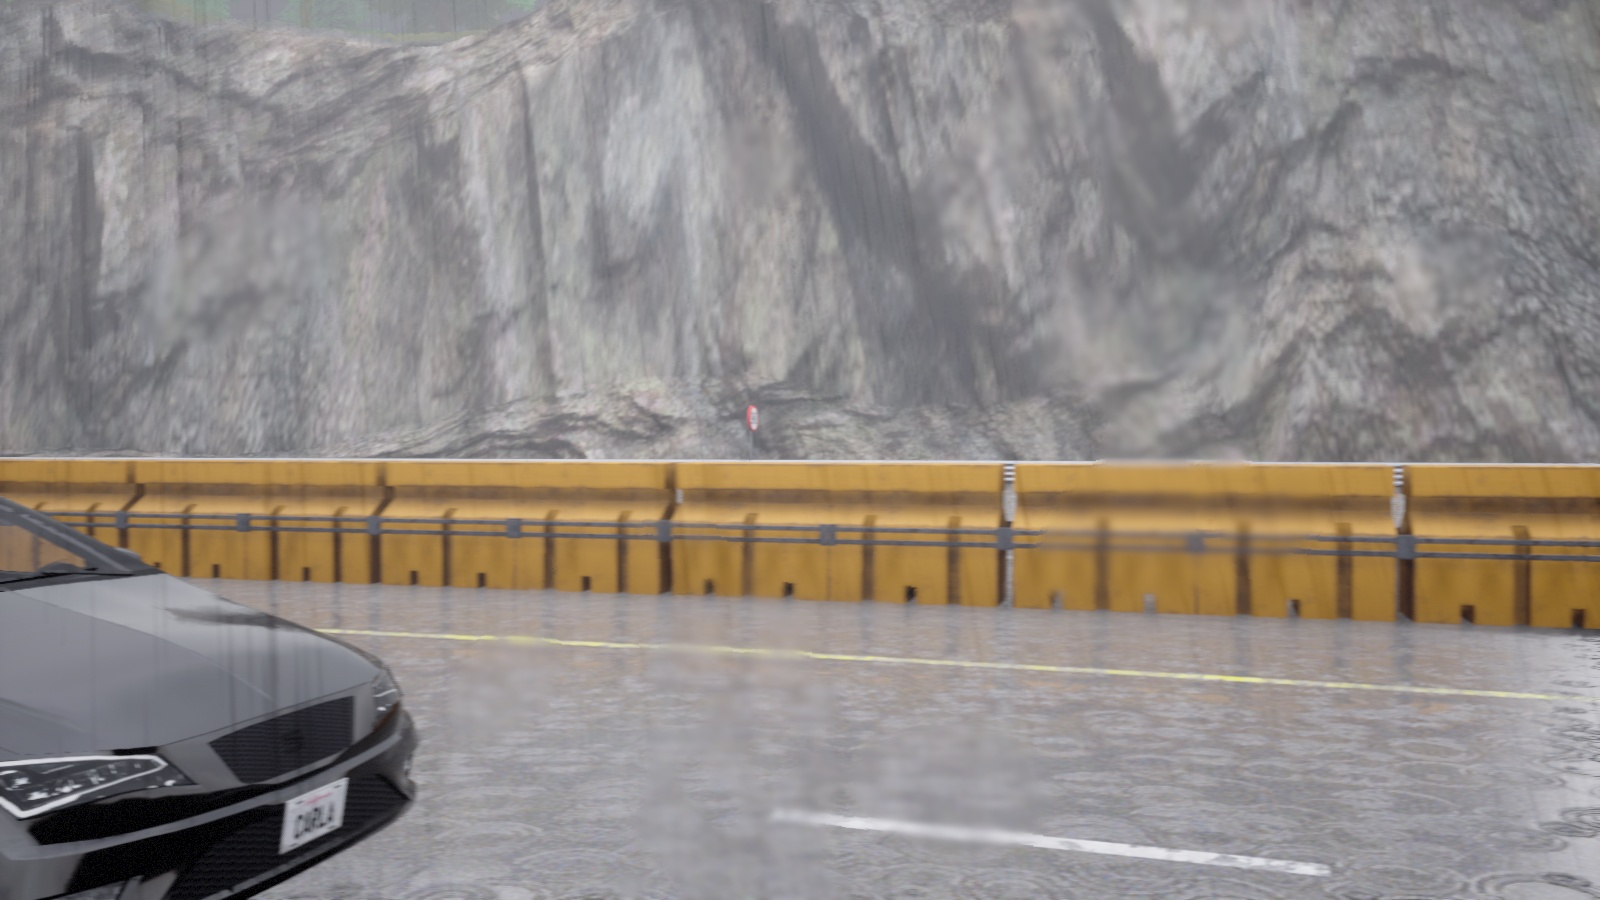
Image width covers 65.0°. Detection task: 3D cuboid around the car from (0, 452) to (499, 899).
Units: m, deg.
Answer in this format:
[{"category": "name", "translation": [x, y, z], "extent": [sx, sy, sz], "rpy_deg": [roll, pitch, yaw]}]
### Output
[{"category": "car", "translation": [-3.359, 0.758, 4.285], "extent": [4.193, 1.474, 1.816], "rpy_deg": [0, 1, 17]}]
